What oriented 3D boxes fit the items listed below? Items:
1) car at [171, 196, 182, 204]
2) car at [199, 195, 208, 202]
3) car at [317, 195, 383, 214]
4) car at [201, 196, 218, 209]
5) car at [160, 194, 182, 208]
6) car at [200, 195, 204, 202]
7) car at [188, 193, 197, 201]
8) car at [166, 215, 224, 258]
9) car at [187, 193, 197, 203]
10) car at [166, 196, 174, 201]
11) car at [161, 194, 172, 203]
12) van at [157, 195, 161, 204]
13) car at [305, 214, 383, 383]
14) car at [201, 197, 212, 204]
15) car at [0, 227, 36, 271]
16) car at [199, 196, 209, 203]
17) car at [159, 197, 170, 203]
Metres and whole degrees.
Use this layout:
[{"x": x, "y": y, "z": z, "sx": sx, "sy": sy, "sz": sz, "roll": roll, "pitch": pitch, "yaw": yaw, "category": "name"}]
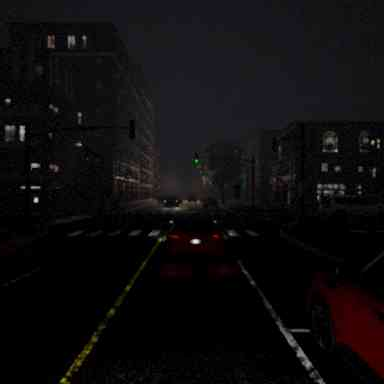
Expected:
[{"x": -2.999, "y": 1.601, "z": 65.530, "sx": 1.812, "sy": 1.442, "sz": 4.674, "roll": 0, "pitch": 0, "yaw": 1, "category": "car"}, {"x": 2.712, "y": 1.553, "z": 80.629, "sx": 1.967, "sy": 1.590, "sz": 4.097, "roll": 0, "pitch": 0, "yaw": 0, "category": "car"}, {"x": 12.660, "y": 1.290, "z": 25.787, "sx": 5.566, "sy": 2.045, "sz": 2.150, "roll": 0, "pitch": 0, "yaw": 2, "category": "car"}, {"x": 2.703, "y": 1.589, "z": 46.448, "sx": 2.008, "sy": 1.369, "sz": 4.403, "roll": 0, "pitch": 0, "yaw": 0, "category": "car"}, {"x": -3.059, "y": 1.397, "z": 49.499, "sx": 2.097, "sy": 1.767, "sz": 4.553, "roll": 0, "pitch": 0, "yaw": 0, "category": "car"}, {"x": 2.705, "y": 1.489, "z": 52.145, "sx": 1.967, "sy": 1.590, "sz": 4.097, "roll": 0, "pitch": 0, "yaw": 0, "category": "car"}, {"x": 0.025, "y": 1.259, "z": 83.669, "sx": 2.150, "sy": 2.045, "sz": 5.566, "roll": 0, "pitch": 0, "yaw": 0, "category": "car"}, {"x": 0.055, "y": 1.567, "z": 12.737, "sx": 1.994, "sy": 1.385, "sz": 4.181, "roll": 0, "pitch": 0, "yaw": -2, "category": "car"}, {"x": 0.022, "y": 1.562, "z": 73.221, "sx": 1.882, "sy": 1.535, "sz": 5.008, "roll": 0, "pitch": 0, "yaw": 0, "category": "car"}, {"x": -5.667, "y": 1.681, "z": 86.329, "sx": 2.008, "sy": 1.369, "sz": 4.403, "roll": 0, "pitch": 0, "yaw": 0, "category": "car"}, {"x": -5.670, "y": 1.414, "z": 74.936, "sx": 2.192, "sy": 1.841, "sz": 5.009, "roll": 0, "pitch": 0, "yaw": 0, "category": "car"}, {"x": -5.673, "y": 1.413, "z": 63.542, "sx": 1.690, "sy": 1.788, "sz": 3.998, "roll": 0, "pitch": 0, "yaw": 0, "category": "van"}, {"x": 2.692, "y": 1.315, "z": 2.957, "sx": 2.192, "sy": 1.841, "sz": 5.009, "roll": 0, "pitch": 0, "yaw": 0, "category": "car"}, {"x": 2.708, "y": 1.653, "z": 63.539, "sx": 1.802, "sy": 1.307, "sz": 4.206, "roll": 0, "pitch": 0, "yaw": 0, "category": "car"}, {"x": -5.688, "y": 1.527, "z": 8.330, "sx": 1.752, "sy": 1.417, "sz": 4.829, "roll": 0, "pitch": 0, "yaw": 0, "category": "car"}, {"x": 2.711, "y": 1.648, "z": 74.932, "sx": 2.008, "sy": 1.369, "sz": 4.403, "roll": 0, "pitch": 0, "yaw": 0, "category": "car"}, {"x": -5.671, "y": 1.666, "z": 69.239, "sx": 1.802, "sy": 1.307, "sz": 4.206, "roll": 0, "pitch": 0, "yaw": 0, "category": "car"}]
